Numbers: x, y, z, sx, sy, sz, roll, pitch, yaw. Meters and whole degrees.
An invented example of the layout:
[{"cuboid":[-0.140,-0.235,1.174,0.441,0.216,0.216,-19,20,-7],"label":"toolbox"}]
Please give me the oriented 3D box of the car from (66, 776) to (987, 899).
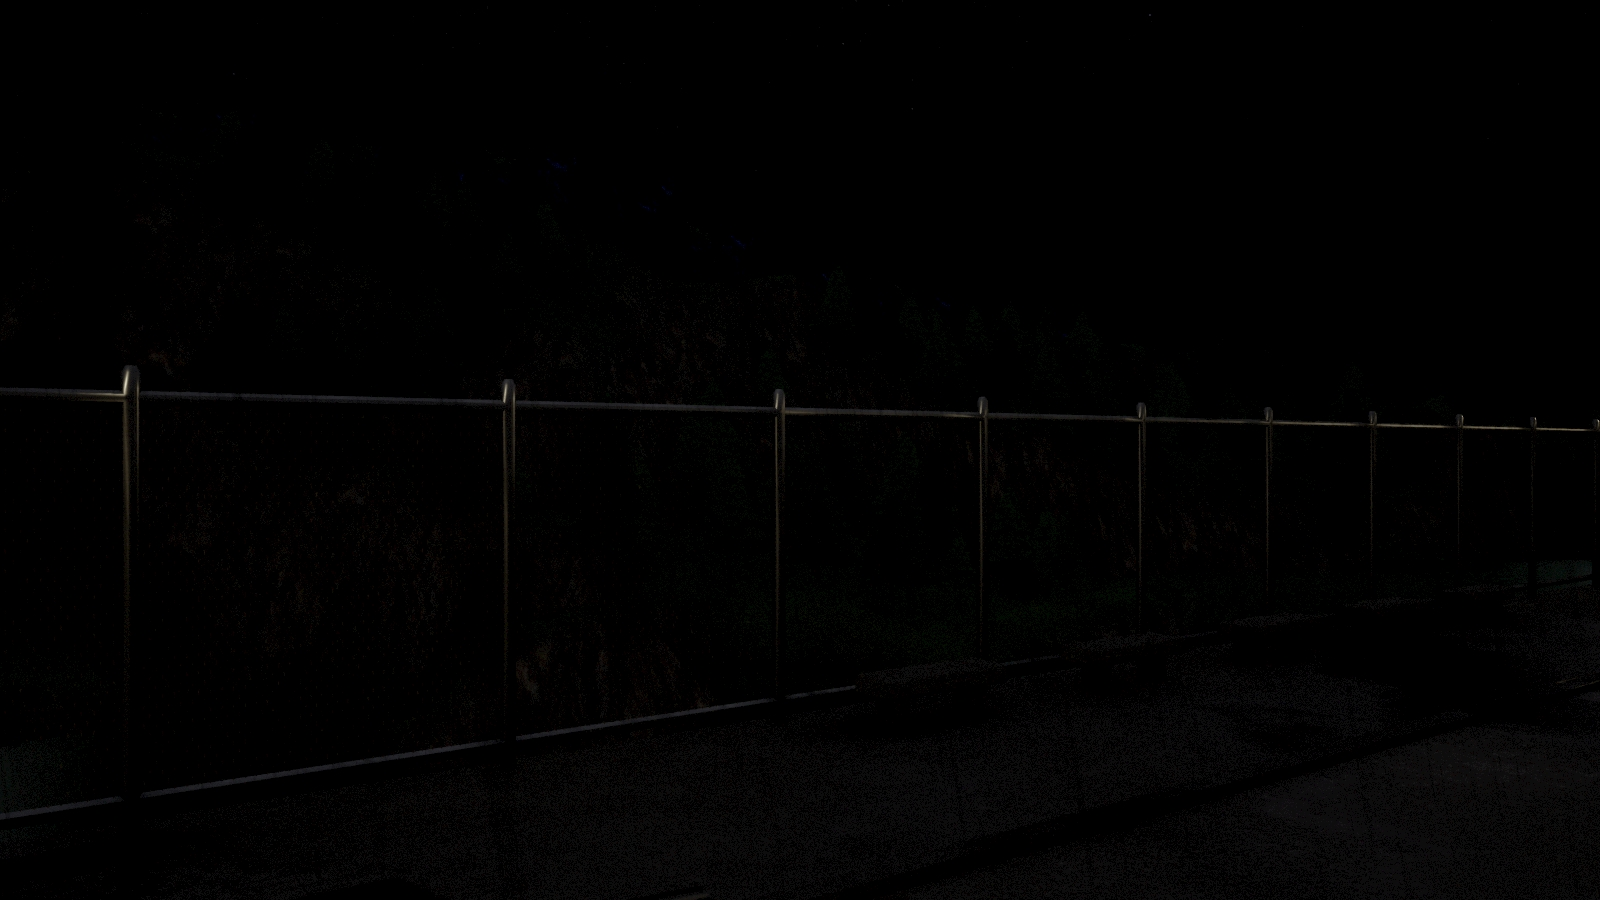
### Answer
[{"cuboid":[-1.781,2.154,3.134,4.718,1.301,1.895,0,0,-35],"label":"car"}]
